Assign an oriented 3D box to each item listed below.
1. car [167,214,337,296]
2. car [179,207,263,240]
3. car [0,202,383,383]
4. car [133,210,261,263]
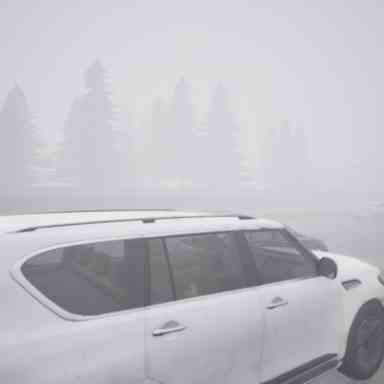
[{"bbox_3d":[1.869,1.511,9.376,4.892,1.490,1.837,0,0,-35],"label":"car"},{"bbox_3d":[1.592,1.575,17.779,4.181,1.385,1.994,0,0,-35],"label":"car"},{"bbox_3d":[0.088,1.224,3.807,5.566,2.045,2.150,0,0,-35],"label":"car"},{"bbox_3d":[0.302,1.533,12.575,4.674,1.442,1.812,0,0,-36],"label":"car"}]
